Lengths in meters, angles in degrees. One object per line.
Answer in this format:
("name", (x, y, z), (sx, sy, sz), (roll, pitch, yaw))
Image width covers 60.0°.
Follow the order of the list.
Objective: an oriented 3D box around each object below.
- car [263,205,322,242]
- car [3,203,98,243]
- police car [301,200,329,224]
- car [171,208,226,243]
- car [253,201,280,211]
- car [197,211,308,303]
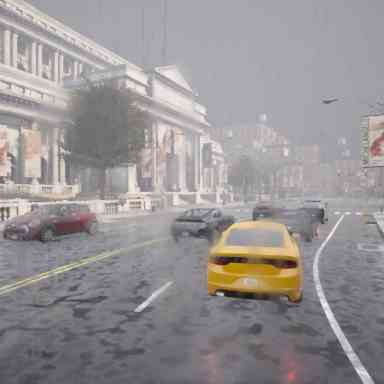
("car", (5.139, 1.568, 16.709), (1.994, 1.385, 4.181), (0, 0, 26))
("car", (-6.766, 1.355, 16.369), (2.097, 1.767, 4.553), (0, 0, 23))
("police car", (9.134, 1.430, 25.069), (1.930, 1.638, 5.238), (0, 0, 27))
("car", (0.729, 1.492, 15.560), (2.128, 1.511, 4.902), (0, 0, 24))
("car", (6.269, 1.510, 26.926), (1.837, 1.490, 4.892), (0, 0, 27))
("car", (1.688, 1.479, 8.406), (1.882, 1.535, 5.008), (0, 0, 15))
